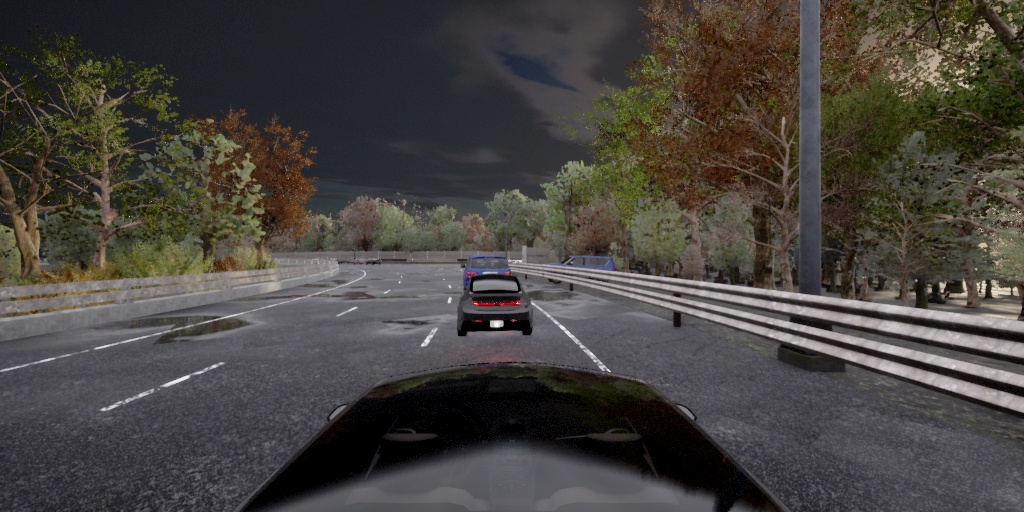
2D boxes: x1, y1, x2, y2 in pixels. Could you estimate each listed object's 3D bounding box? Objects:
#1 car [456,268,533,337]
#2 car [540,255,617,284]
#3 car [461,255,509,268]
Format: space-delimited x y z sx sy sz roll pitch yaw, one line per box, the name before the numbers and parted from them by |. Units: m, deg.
car | -0.550 1.254 10.348 1.837 1.490 4.892 0 0 -5
car | 4.830 0.965 26.138 5.566 2.045 2.150 3 1 -6
car | -1.317 0.971 17.826 2.150 2.045 5.566 0 0 -9
